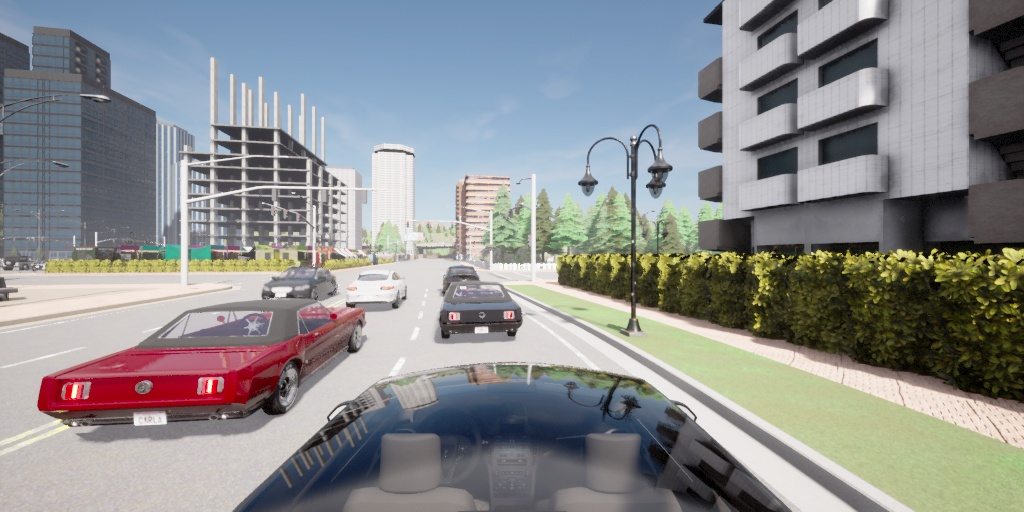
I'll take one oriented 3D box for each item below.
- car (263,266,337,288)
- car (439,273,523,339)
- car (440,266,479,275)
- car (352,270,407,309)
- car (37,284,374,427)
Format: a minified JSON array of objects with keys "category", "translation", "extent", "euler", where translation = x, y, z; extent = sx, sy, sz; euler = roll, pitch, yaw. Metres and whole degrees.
[{"category":"car","translation":[-9.375,1.242,16.184],"extent":[2.128,1.511,4.902],"euler":[0,0,-12]},{"category":"car","translation":[-1.029,1.351,10.134],"extent":[1.895,1.301,4.718],"euler":[0,0,-9]},{"category":"car","translation":[-2.769,1.255,19.226],"extent":[1.837,1.490,4.892],"euler":[0,0,-11]},{"category":"car","translation":[-5.433,1.276,14.711],"extent":[1.812,1.442,4.674],"euler":[0,0,-11]},{"category":"car","translation":[-3.905,1.351,5.826],"extent":[1.895,1.301,4.718],"euler":[0,0,-7]}]
